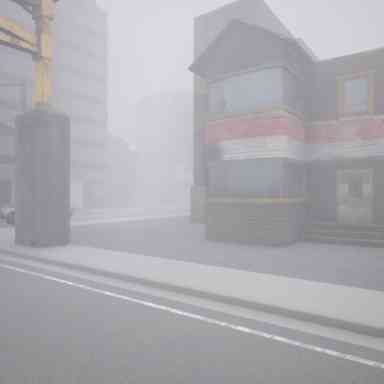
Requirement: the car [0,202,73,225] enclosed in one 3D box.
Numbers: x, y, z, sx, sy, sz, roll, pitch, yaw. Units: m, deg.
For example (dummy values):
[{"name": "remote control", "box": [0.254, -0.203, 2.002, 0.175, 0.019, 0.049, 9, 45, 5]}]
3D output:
[{"name": "car", "box": [-10.705, 1.453, 23.515, 2.038, 1.542, 4.974, 0, 0, 16]}]
